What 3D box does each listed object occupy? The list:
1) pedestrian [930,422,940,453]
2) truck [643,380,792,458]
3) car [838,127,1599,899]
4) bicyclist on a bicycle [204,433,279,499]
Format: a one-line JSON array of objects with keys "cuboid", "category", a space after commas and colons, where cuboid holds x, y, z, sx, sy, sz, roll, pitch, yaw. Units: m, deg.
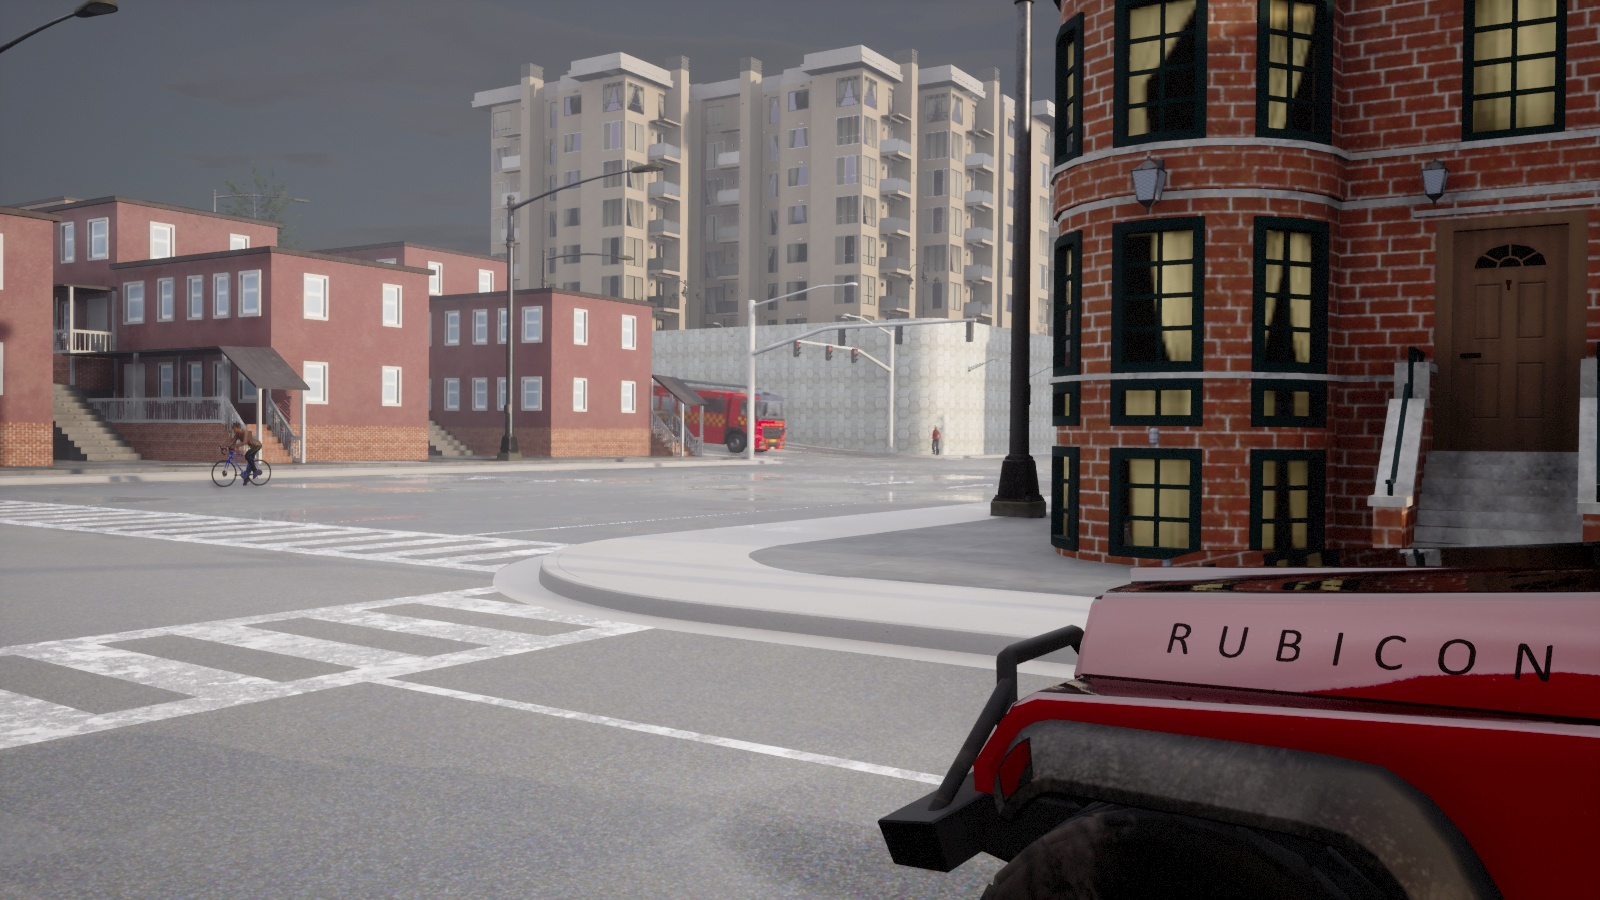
[{"cuboid": [8.133, -0.735, 75.582, 0.331, 1.846, 0.636, 0, 1, 33], "category": "pedestrian"}, {"cuboid": [-4.895, -1.893, 73.394, 8.468, 3.827, 2.891, 6, 4, 33], "category": "truck"}, {"cuboid": [2.219, 0.478, 2.153, 3.866, 1.878, 1.905, 0, 1, 33], "category": "car"}, {"cuboid": [-14.082, 0.379, 31.706, 0.582, 1.620, 1.656, 0, 1, 33], "category": "bicyclist on a bicycle"}]
